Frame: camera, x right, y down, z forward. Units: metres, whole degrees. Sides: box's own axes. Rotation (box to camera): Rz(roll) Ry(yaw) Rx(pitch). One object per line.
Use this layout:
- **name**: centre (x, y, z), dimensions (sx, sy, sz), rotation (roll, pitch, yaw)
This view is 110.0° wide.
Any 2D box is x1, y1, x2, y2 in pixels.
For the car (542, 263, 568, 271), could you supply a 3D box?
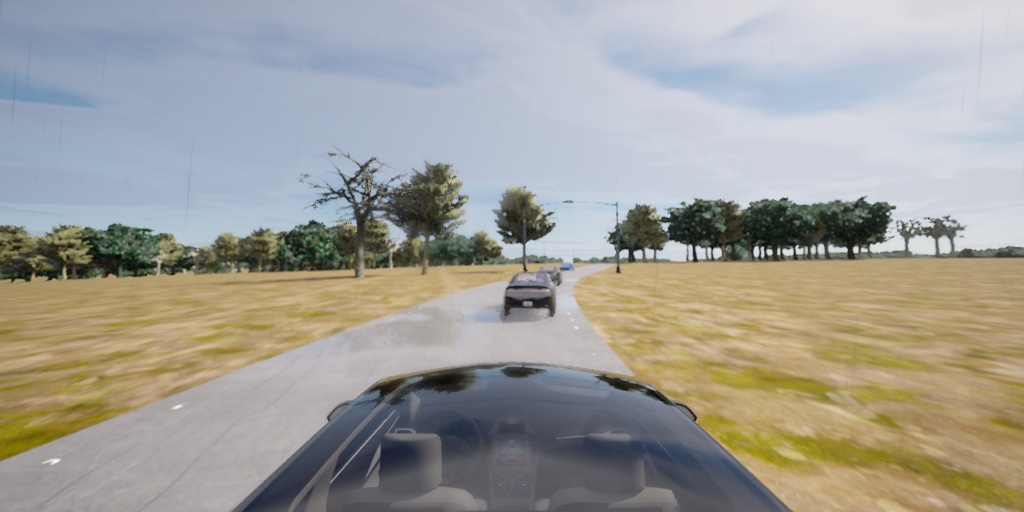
- **car**: centre (3.047, 1.532, 28.807), dimensions (2.128, 1.511, 4.902), rotation (-1, -1, 13)

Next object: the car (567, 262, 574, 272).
- **car**: centre (9.037, 1.835, 59.445), dimensions (1.882, 1.535, 5.008), rotation (0, 0, 20)

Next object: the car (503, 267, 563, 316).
- **car**: centre (0.798, 1.377, 14.139), dimensions (2.128, 1.511, 4.902), rotation (0, -1, 7)
